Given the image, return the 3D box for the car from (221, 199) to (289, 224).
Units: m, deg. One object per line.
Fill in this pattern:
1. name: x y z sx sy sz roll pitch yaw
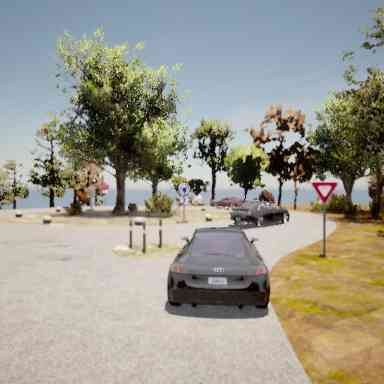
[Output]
1. car: 4.500 1.393 21.675 4.902 1.511 2.128 0 1 -44

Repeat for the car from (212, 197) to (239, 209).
1. car: 4.465 1.343 40.511 1.812 1.442 4.674 1 0 -42

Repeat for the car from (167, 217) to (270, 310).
1. car: 0.643 1.528 7.869 1.994 1.385 4.181 0 0 5
